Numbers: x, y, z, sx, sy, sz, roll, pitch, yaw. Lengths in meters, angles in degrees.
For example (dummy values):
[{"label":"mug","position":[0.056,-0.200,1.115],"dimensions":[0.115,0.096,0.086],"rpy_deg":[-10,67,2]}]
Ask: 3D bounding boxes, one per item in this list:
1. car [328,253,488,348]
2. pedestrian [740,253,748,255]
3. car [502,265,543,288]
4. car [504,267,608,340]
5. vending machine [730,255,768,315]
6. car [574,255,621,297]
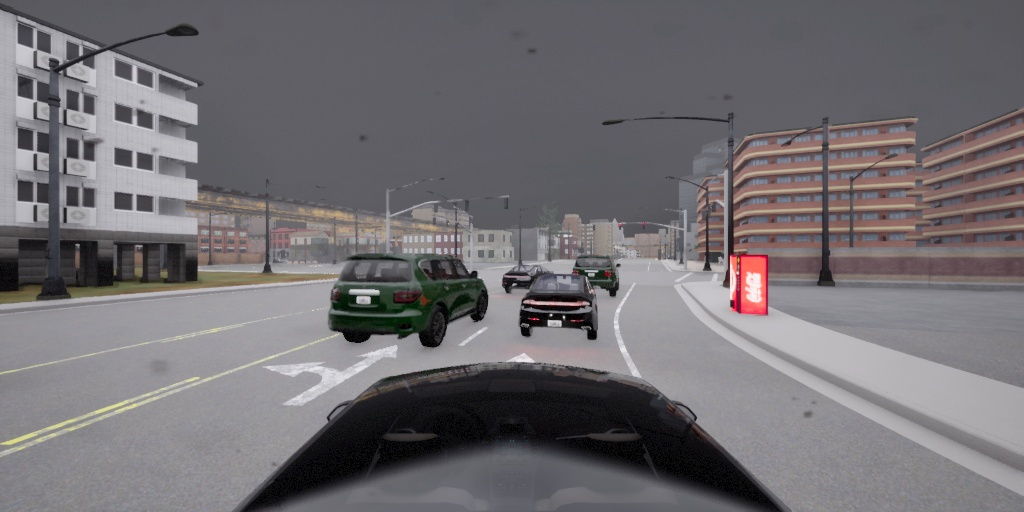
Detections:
[{"label":"car","position":[-2.304,0.968,9.556],"dimensions":[2.150,2.045,5.566],"rpy_deg":[0,0,12]},{"label":"pedestrian","position":[8.055,0.795,12.467],"dimensions":[0.375,1.860,0.375],"rpy_deg":[0,0,21]},{"label":"car","position":[1.124,1.241,20.177],"dimensions":[2.128,1.511,4.902],"rpy_deg":[0,0,24]},{"label":"car","position":[1.444,1.241,10.101],"dimensions":[2.128,1.511,4.902],"rpy_deg":[0,0,12]},{"label":"vending machine","position":[7.821,0.945,11.848],"dimensions":[1.100,2.100,0.880],"rpy_deg":[0,0,20]},{"label":"car","position":[4.572,0.971,19.341],"dimensions":[2.150,2.045,5.566],"rpy_deg":[0,0,19]}]
